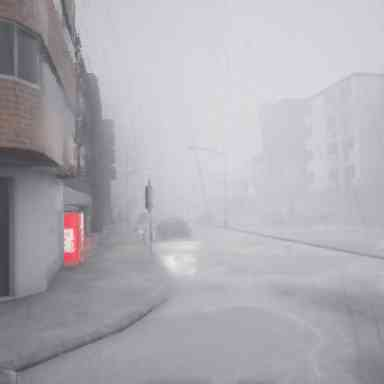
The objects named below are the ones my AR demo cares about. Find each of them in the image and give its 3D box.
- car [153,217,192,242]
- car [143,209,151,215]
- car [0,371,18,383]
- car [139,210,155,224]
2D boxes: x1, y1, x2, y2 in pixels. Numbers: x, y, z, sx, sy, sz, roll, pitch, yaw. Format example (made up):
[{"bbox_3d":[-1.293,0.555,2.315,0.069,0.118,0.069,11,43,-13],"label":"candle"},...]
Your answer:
[{"bbox_3d":[-1.286,2.544,22.921,1.994,1.385,4.181,-1,-2,-12],"label":"car"},{"bbox_3d":[-12.892,5.618,94.414,1.882,1.535,5.008,-1,-2,-13],"label":"car"},{"bbox_3d":[-3.313,1.709,1.618,4.674,1.442,1.812,-1,-2,-12],"label":"car"},{"bbox_3d":[-6.378,3.577,46.174,1.837,1.490,4.892,-1,-3,-12],"label":"car"}]
